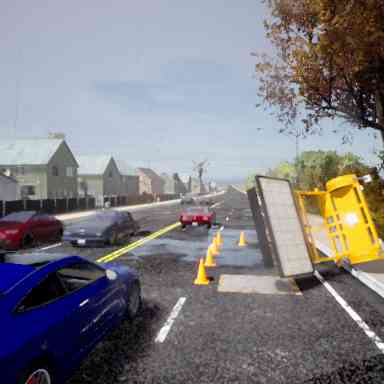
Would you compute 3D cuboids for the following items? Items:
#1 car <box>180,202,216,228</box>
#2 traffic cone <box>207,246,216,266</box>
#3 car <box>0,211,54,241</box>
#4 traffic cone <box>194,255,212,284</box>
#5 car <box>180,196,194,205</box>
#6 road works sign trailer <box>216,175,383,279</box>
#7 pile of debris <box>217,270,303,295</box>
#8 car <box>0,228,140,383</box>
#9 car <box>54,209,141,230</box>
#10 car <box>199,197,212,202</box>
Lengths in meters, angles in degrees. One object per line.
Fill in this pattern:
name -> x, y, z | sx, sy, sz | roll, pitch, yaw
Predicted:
car -> 0.522, 1.588, 21.889 | 1.895, 1.301, 4.718 | 0, 0, 9
traffic cone -> 0.546, 1.951, 10.261 | 0.340, 0.580, 0.340 | 0, 0, 9
car -> -7.354, 1.560, 14.647 | 1.994, 1.385, 4.181 | 0, 0, 9
traffic cone -> 0.246, 1.952, 8.283 | 0.340, 0.580, 0.340 | 0, 0, 9
car -> -0.800, 1.480, 57.687 | 2.033, 1.411, 5.357 | 0, 0, 9
road works sign trailer -> 2.843, 0.922, 8.701 | 3.560, 2.380, 2.880 | 5, -23, -41
pile of debris -> 1.592, 2.161, 8.092 | 1.860, 0.140, 1.500 | 0, 0, 8
car -> -2.129, 1.524, 4.431 | 1.812, 1.442, 4.674 | 0, 0, 9
car -> -3.921, 1.542, 15.611 | 2.033, 1.411, 5.357 | 0, 0, 9
car -> 2.341, 1.480, 56.765 | 2.033, 1.411, 5.357 | 0, 0, 9
